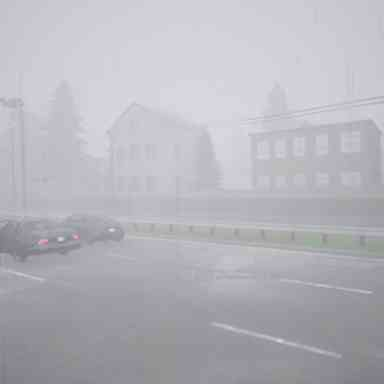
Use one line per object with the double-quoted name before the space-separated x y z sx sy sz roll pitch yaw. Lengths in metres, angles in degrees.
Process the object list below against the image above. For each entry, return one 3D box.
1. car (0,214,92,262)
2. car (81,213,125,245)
"car" -6.520 1.692 12.837 5.357 1.411 2.033 -1 0 36
"car" -5.243 1.719 16.232 4.181 1.385 1.994 -1 0 36
